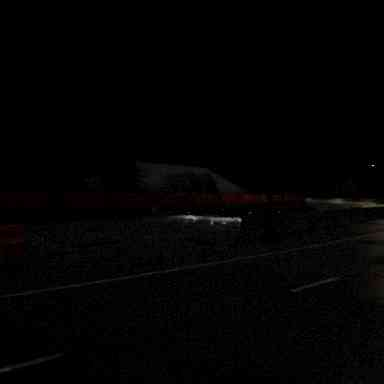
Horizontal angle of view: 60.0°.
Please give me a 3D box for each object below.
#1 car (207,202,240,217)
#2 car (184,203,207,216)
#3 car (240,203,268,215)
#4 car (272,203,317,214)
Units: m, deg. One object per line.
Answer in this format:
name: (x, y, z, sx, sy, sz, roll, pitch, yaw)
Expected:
car: (4.259, 1.819, 35.307, 1.882, 1.535, 5.008, 0, -1, 45)
car: (1.571, 1.901, 37.525, 5.357, 1.411, 2.033, 1, -1, -45)
car: (7.279, 1.840, 33.396, 1.837, 1.490, 4.892, 0, -1, 44)
car: (9.871, 1.797, 31.034, 1.882, 1.535, 5.008, 0, -1, 44)
